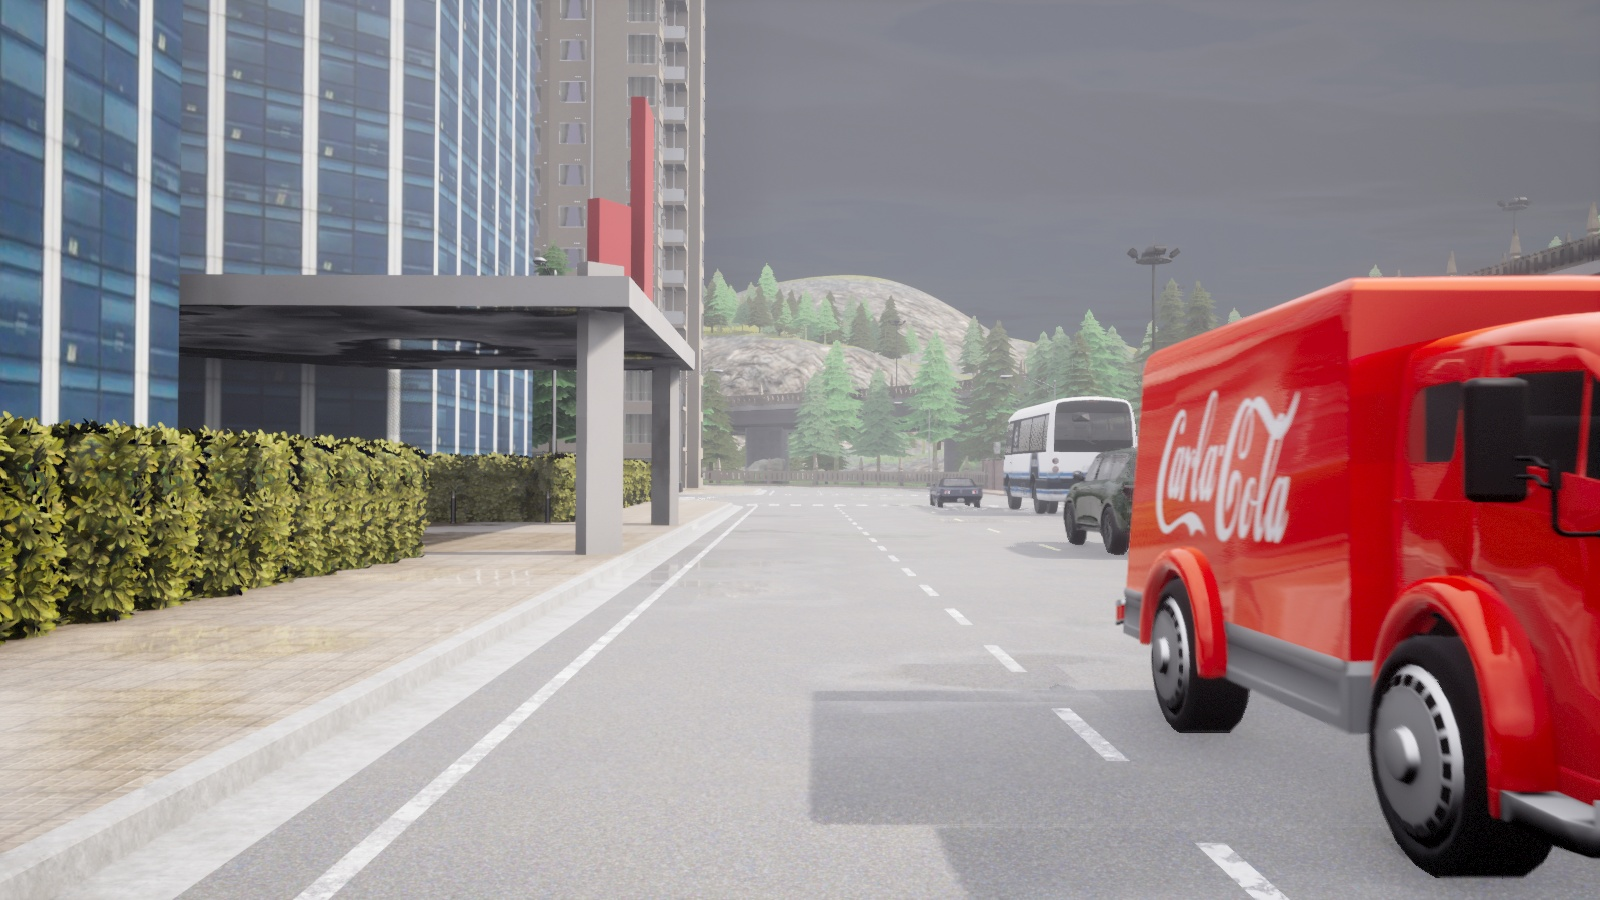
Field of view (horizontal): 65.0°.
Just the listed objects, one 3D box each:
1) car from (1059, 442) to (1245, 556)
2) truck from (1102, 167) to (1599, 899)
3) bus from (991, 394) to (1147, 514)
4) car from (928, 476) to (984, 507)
[{"bbox_3d":[6.914,0.932,25.420,2.150,2.045,5.566,0,-1,-1],"label":"car"},{"bbox_3d":[3.481,0.421,6.360,2.627,2.467,5.204,0,-1,0],"label":"truck"},{"bbox_3d":[10.362,0.232,49.859,3.944,4.253,10.273,0,-1,0],"label":"bus"},{"bbox_3d":[6.852,1.820,55.649,1.895,1.301,4.718,0,-1,0],"label":"car"}]
